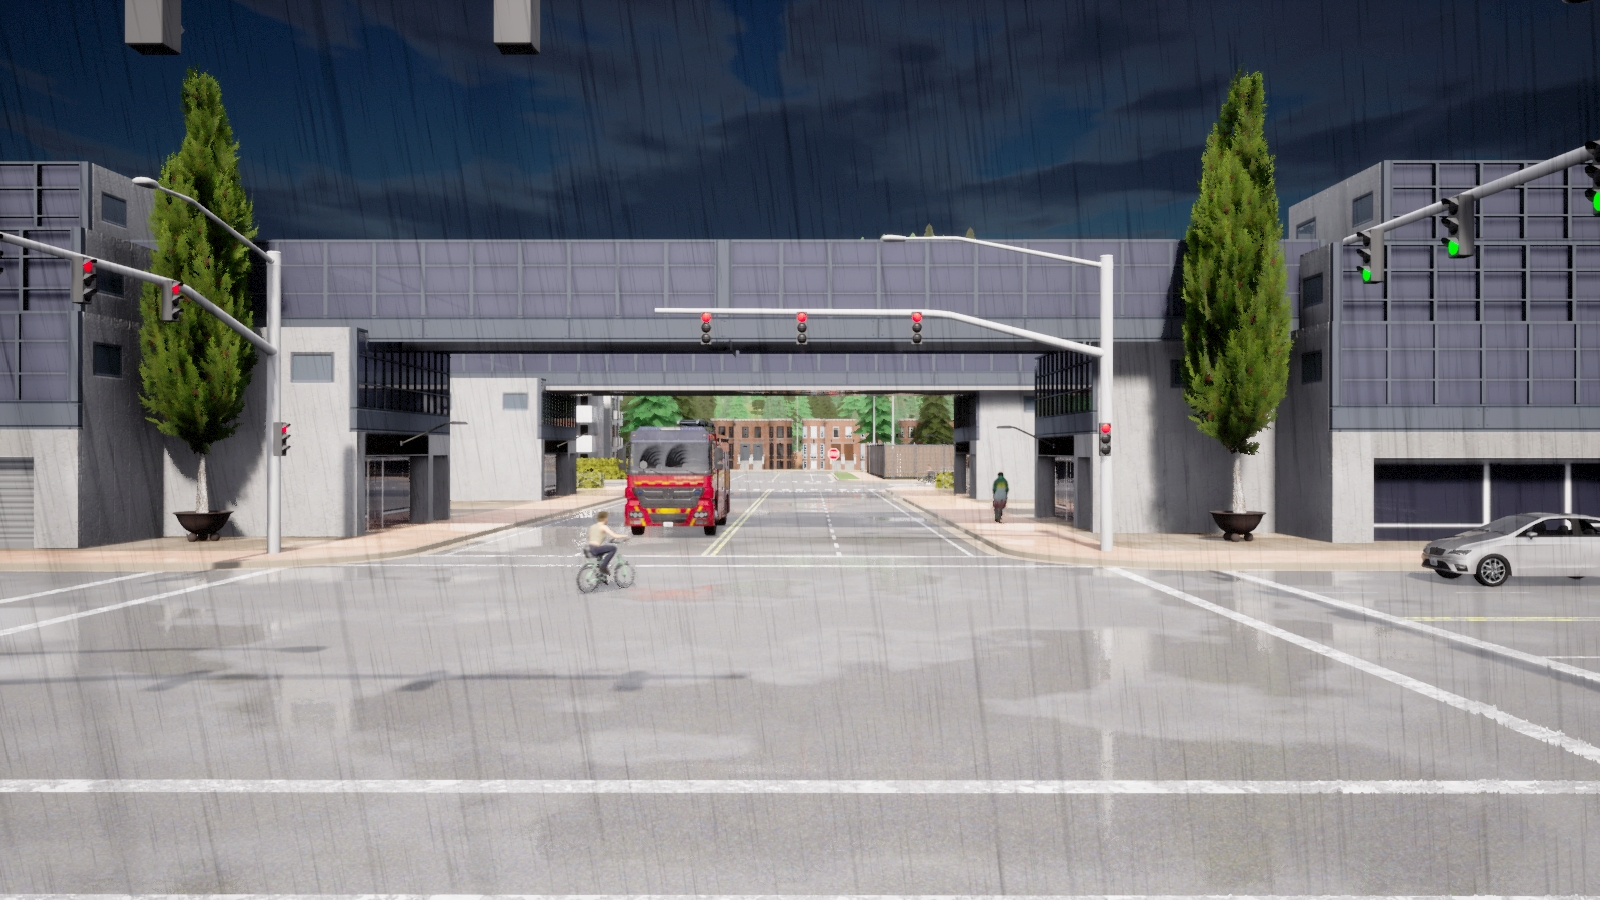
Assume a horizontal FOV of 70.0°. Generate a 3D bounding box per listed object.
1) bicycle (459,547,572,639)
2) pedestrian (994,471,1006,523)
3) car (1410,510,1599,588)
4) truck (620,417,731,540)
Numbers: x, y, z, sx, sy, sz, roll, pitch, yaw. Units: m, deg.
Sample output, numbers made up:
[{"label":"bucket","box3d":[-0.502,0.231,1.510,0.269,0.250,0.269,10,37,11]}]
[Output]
[{"label":"bicycle","box3d":[-4.307,2.158,17.384,1.487,1.276,0.859,0,0,2]},{"label":"pedestrian","box3d":[7.268,1.698,41.505,0.375,1.860,0.375,0,0,2]},{"label":"car","box3d":[15.490,2.066,24.189,4.193,1.474,1.816,0,0,0]},{"label":"truck","box3d":[-4.133,0.890,39.814,2.891,3.827,8.468,0,0,0]}]
